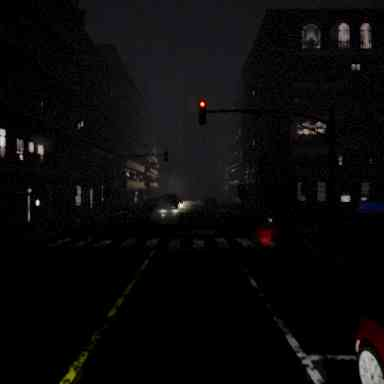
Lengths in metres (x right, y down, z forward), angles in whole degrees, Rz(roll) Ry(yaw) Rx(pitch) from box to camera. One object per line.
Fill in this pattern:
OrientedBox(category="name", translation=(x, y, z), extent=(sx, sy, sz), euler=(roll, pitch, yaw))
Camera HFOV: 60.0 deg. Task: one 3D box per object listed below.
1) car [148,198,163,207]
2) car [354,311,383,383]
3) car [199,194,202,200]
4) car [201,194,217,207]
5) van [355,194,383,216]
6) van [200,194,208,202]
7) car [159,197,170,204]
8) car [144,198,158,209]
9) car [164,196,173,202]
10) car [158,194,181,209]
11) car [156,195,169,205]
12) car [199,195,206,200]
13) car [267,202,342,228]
OrientedBox(category="car", translation=(-5.554, 1.586, 51.041), extent=(1.947, 1.339, 4.313), euler=(0, 0, 0))
OrientedBox(category="car", translation=(2.687, 1.545, 2.013), extent=(1.887, 1.381, 4.507), euler=(0, 0, 0))
OrientedBox(category="car", translation=(2.874, 1.586, 67.595), extent=(2.008, 1.369, 4.403), euler=(-1, 0, 0))
OrientedBox(category="car", translation=(2.825, 1.460, 51.012), extent=(1.967, 1.590, 4.097), euler=(-1, 0, 0))
OrientedBox(category="van", translation=(15.718, 1.039, 27.547), extent=(3.998, 1.788, 1.690), euler=(-1, 1, -1))
OrientedBox(category="van", translation=(2.903, 1.388, 78.651), extent=(1.690, 1.788, 3.998), euler=(-1, 0, 0))
OrientedBox(category="car", translation=(-5.507, 1.617, 67.625), extent=(1.802, 1.307, 4.206), euler=(-1, 0, 0))
OrientedBox(category="car", translation=(-5.569, 1.566, 45.514), extent=(2.008, 1.369, 4.403), euler=(0, 0, 0))
OrientedBox(category="car", translation=(-5.476, 1.572, 78.511), extent=(1.752, 1.417, 4.829), euler=(-1, 0, 0))
OrientedBox(category="car", translation=(-2.970, 1.236, 45.068), extent=(2.150, 2.045, 5.566), euler=(0, 0, 0))
OrientedBox(category="car", translation=(-5.524, 1.470, 62.097), extent=(1.967, 1.590, 4.097), euler=(-1, 0, 0))
OrientedBox(category="car", translation=(2.952, 1.614, 95.235), extent=(1.887, 1.381, 4.507), euler=(-1, 0, 0))
OrientedBox(category="car", translation=(7.223, 1.419, 21.389), extent=(4.892, 1.490, 1.837), euler=(-2, -3, -17))
